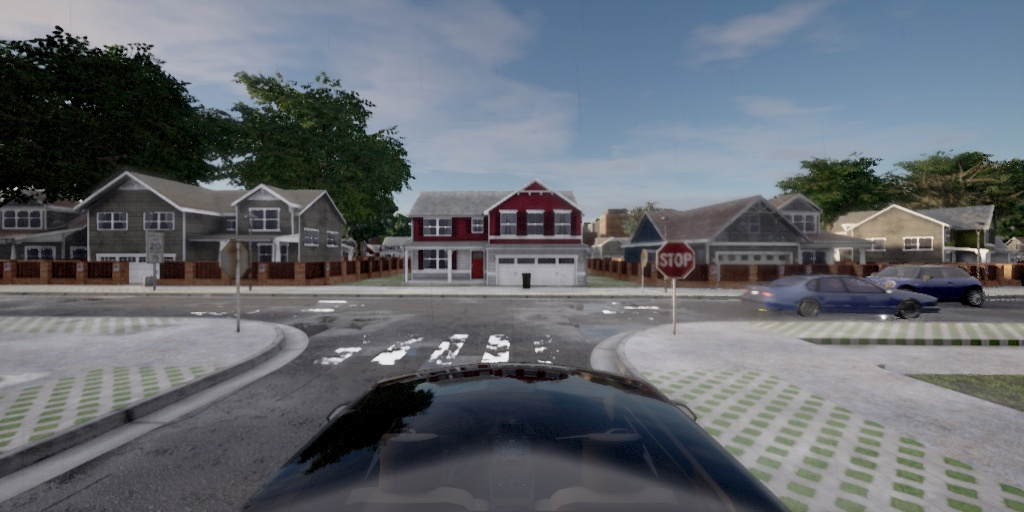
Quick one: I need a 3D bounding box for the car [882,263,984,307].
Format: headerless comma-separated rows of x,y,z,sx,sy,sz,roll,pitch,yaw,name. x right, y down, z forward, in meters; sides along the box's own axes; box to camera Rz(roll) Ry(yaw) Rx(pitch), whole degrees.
16.919,1.171,15.284,4.553,1.767,2.097,0,0,-4,car

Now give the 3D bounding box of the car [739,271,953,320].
11.000,1.340,12.348,5.357,1.411,2.033,0,0,5,car
